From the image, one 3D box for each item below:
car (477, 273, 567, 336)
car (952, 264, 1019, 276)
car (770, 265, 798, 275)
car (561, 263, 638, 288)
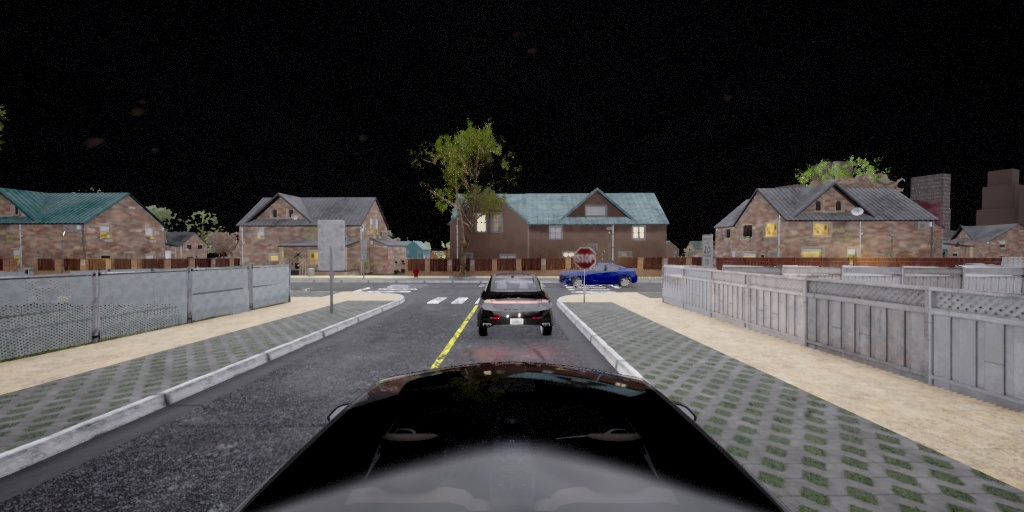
[{"bbox_3d":[0.029,1.238,10.377,2.128,1.511,4.902,0,0,-2],"label":"car"},{"bbox_3d":[29.598,1.221,23.056,4.674,1.442,1.812,0,1,-1],"label":"car"},{"bbox_3d":[17.654,1.262,23.187,4.181,1.385,1.994,0,1,1],"label":"car"},{"bbox_3d":[5.489,1.190,23.080,5.008,1.535,1.882,0,1,-5],"label":"car"}]
